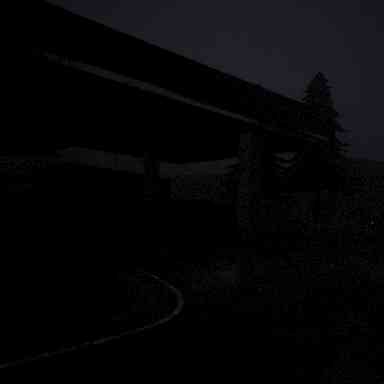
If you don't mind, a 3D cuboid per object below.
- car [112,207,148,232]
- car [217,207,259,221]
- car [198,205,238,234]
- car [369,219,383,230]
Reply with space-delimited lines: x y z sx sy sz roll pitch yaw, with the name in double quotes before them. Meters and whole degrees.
"car" -4.983 1.883 23.523 2.242 1.667 4.611 2 -1 -37
"car" 5.168 2.408 37.746 1.895 1.301 4.718 2 -1 -37
"car" 2.151 1.854 23.493 1.905 1.878 3.866 2 -1 -37
"car" 15.576 2.350 23.538 2.033 1.411 5.357 2 -1 -34
